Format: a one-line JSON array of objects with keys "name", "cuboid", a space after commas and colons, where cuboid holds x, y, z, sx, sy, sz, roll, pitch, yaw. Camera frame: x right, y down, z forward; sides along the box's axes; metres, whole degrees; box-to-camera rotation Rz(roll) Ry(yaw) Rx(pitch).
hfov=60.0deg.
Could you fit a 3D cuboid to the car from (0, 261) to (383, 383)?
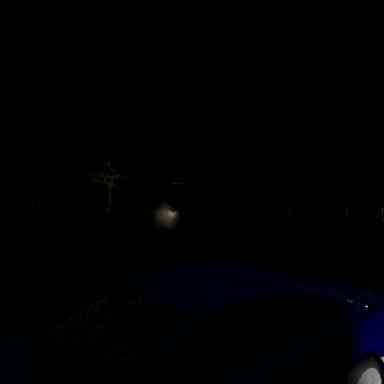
[{"name": "car", "cuboid": [-0.063, 1.494, 3.031, 5.008, 1.535, 1.882, 1, 0, -36]}]
